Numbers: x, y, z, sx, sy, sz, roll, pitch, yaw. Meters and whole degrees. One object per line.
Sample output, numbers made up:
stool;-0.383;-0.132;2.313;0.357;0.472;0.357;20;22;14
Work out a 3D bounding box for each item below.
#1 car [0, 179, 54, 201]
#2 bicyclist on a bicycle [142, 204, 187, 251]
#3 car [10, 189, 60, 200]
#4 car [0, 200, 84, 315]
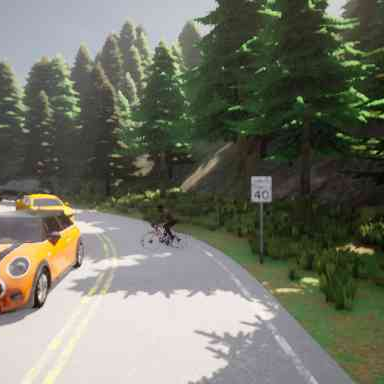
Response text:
car;-13.497;-0.032;26.583;5.566;2.045;2.150;4;0;25
bicyclist on a bicycle;-0.956;1.259;11.730;1.656;1.620;0.582;0;1;-15
car;-7.705;0.913;17.230;1.882;1.535;5.008;0;3;-39
car;-3.970;1.254;7.559;2.097;1.767;4.553;0;1;-6
